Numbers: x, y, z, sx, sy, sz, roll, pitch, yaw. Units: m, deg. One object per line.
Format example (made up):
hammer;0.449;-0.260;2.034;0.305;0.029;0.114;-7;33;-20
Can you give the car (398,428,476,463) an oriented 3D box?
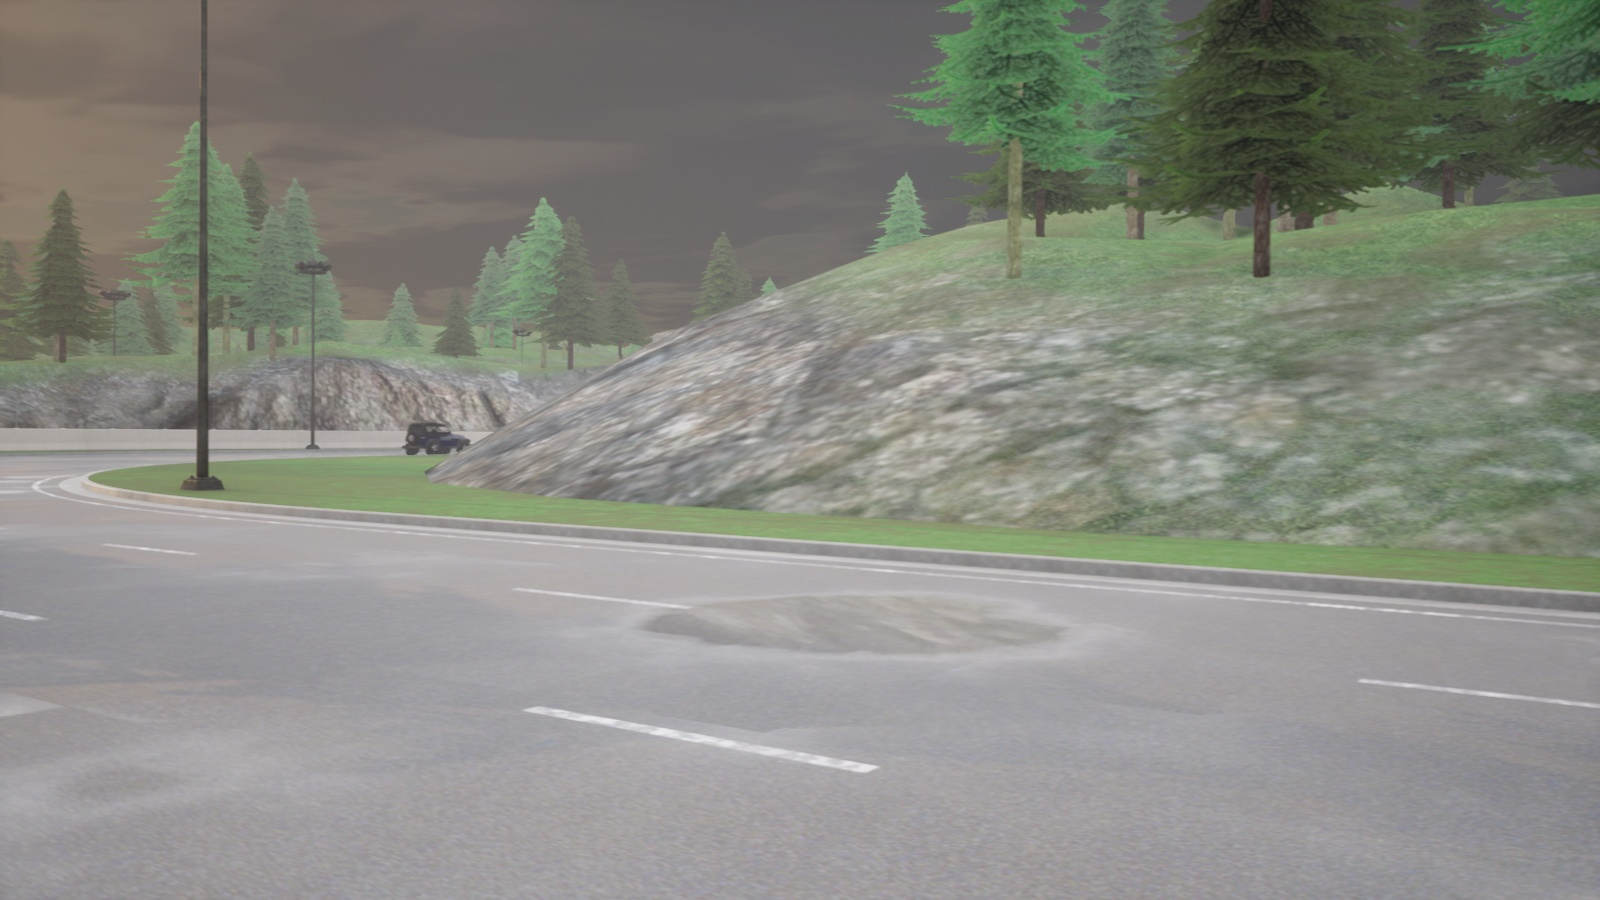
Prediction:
car;-20.046;-0.241;69.539;1.905;1.878;3.866;0;1;31
